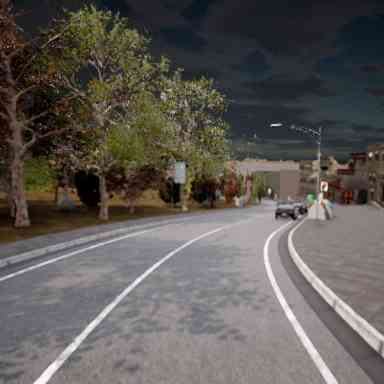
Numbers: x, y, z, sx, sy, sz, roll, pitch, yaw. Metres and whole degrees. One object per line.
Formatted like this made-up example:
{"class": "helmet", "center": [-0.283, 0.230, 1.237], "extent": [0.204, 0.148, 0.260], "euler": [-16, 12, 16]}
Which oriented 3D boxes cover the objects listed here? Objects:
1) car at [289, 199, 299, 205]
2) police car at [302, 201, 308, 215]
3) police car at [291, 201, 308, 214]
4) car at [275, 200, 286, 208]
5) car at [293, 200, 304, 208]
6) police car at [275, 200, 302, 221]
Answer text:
{"class": "car", "center": [25.660, 2.584, 83.666], "extent": [1.895, 1.301, 4.718], "euler": [1, 0, 10]}
{"class": "police car", "center": [13.525, 2.087, 43.185], "extent": [1.930, 1.638, 5.238], "euler": [2, 0, 22]}
{"class": "police car", "center": [15.809, 2.176, 48.764], "extent": [1.930, 1.638, 5.238], "euler": [2, 0, 22]}
{"class": "car", "center": [18.184, 2.351, 68.018], "extent": [1.837, 1.490, 4.892], "euler": [2, 0, 18]}
{"class": "car", "center": [22.101, 2.407, 68.819], "extent": [1.994, 1.385, 4.181], "euler": [2, 0, 16]}
{"class": "police car", "center": [9.718, 1.939, 33.886], "extent": [1.930, 1.638, 5.238], "euler": [2, 0, 22]}
